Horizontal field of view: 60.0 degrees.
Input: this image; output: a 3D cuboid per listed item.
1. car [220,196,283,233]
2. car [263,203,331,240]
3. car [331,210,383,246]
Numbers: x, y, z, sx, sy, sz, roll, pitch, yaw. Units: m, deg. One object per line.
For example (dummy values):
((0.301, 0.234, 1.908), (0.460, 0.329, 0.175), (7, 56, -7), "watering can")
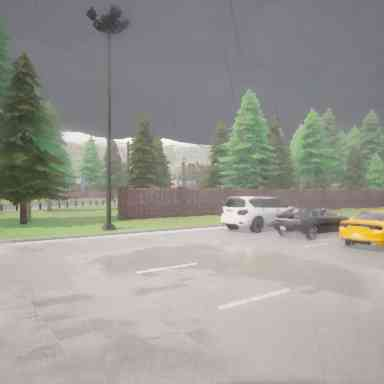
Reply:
((4.228, 1.255, 19.782), (5.566, 2.045, 2.150), (0, 0, -35), "car")
((6.236, 1.492, 16.916), (4.902, 1.511, 2.128), (0, 0, -35), "car")
((8.269, 1.482, 14.066), (5.008, 1.535, 1.882), (0, 0, -35), "car")
